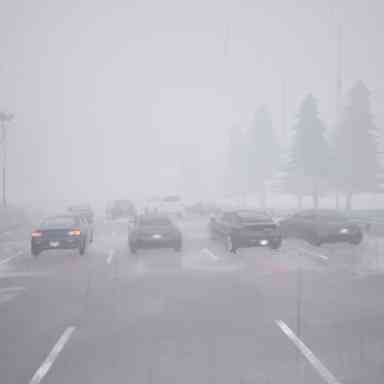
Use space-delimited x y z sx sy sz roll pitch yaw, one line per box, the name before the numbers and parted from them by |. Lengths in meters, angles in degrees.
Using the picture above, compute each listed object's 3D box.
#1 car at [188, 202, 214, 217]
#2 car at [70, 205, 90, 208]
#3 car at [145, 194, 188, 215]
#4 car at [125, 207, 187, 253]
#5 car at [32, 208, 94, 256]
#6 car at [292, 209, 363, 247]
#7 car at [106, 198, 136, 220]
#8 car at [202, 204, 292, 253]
car | 0.929 1.538 30.055 1.895 1.301 4.718 -1 0 -21
car | -9.132 1.734 27.018 1.895 1.301 4.718 -1 0 -21
car | -2.552 1.228 29.368 2.150 2.045 5.566 -1 0 -21
car | -1.658 1.574 13.903 1.994 1.385 4.181 -1 0 -12
car | -5.127 1.603 13.527 1.812 1.442 4.674 -1 0 -12
car | 5.354 1.440 14.488 1.994 1.385 4.181 -1 0 -11
car | -6.245 1.426 29.067 2.097 1.767 4.553 -1 0 -22
car | 1.972 1.447 13.593 1.837 1.490 4.892 -1 0 -11
